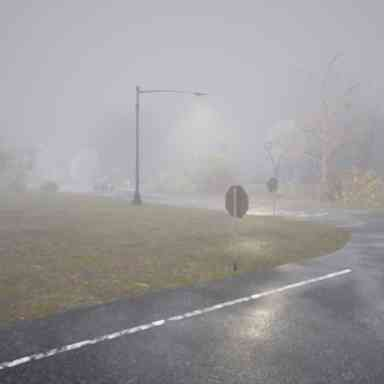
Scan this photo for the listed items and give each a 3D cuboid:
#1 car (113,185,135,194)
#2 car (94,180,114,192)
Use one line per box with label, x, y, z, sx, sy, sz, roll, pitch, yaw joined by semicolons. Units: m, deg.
car;-10.311;-0.398;52.824;1.895;1.301;4.718;-1;2;-36
car;-16.135;-1.100;60.942;2.150;2.045;5.566;-1;2;-36
